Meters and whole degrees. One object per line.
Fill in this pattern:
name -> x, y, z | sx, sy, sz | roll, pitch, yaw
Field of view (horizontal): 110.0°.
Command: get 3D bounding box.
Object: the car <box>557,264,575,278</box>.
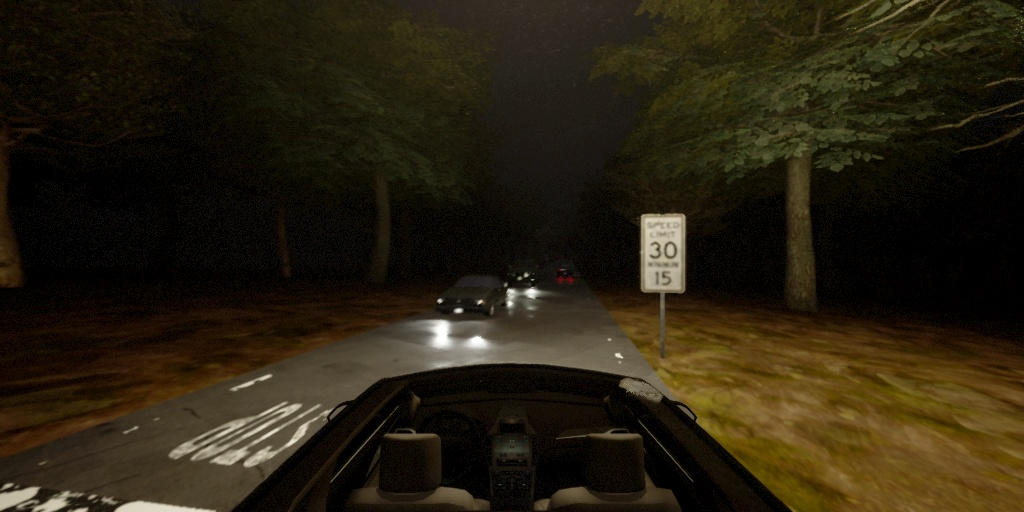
car -> 6.192, 1.734, 41.592 | 2.128, 1.511, 4.902 | 0, 0, 9

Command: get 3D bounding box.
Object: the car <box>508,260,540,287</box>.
car -> 1.019, 1.315, 29.121 | 2.150, 2.045, 5.566 | 0, 0, 9

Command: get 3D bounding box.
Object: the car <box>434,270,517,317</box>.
car -> -1.330, 1.451, 14.399 | 2.033, 1.411, 5.357 | 0, -1, 9
